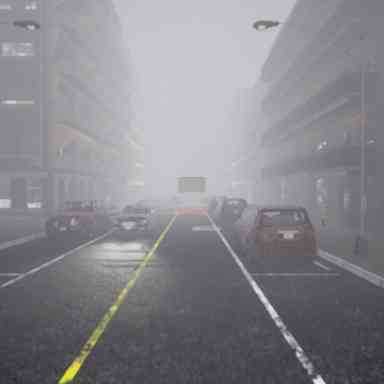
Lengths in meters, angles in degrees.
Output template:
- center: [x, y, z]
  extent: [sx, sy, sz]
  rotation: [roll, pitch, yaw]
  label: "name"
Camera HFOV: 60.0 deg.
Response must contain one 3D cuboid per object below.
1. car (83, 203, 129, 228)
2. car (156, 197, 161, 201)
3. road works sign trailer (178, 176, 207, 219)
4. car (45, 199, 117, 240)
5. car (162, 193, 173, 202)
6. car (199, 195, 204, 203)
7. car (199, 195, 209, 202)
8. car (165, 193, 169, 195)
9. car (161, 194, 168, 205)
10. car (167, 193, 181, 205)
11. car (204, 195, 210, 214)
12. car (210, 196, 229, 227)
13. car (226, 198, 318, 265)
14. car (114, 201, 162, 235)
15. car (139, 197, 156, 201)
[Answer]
- center: [-5.714, 1.534, 22.817]
  extent: [2.008, 1.369, 4.403]
  rotation: [-1, 0, 0]
  label: "car"
- center: [-5.714, 1.550, 45.225]
  extent: [1.802, 1.307, 4.206]
  rotation: [-1, 0, 0]
  label: "car"
- center: [-0.005, 0.444, 28.638]
  extent: [2.380, 3.560, 2.880]
  rotation: [0, 0, 1]
  label: "road works sign trailer"
- center: [-5.699, 1.303, 17.214]
  extent: [2.192, 1.841, 5.009]
  rotation: [-1, 0, 0]
  label: "car"
- center: [-5.728, 1.263, 78.837]
  extent: [2.192, 1.841, 5.009]
  rotation: [-1, 0, 0]
  label: "car"
- center: [2.660, 1.483, 62.175]
  extent: [1.752, 1.417, 4.829]
  rotation: [-1, 0, 0]
  label: "car"
- center: [2.656, 1.391, 73.209]
  extent: [1.967, 1.590, 4.097]
  rotation: [-1, 0, 0]
  label: "car"
- center: [-5.721, 1.505, 67.633]
  extent: [2.008, 1.369, 4.403]
  rotation: [-1, 0, 0]
  label: "car"
- center: [-5.717, 1.512, 56.429]
  extent: [2.008, 1.369, 4.403]
  rotation: [-1, 0, 0]
  label: "car"
- center: [-3.064, 1.465, 59.351]
  extent: [1.837, 1.490, 4.892]
  rotation: [0, 0, 1]
  label: "car"
- center: [2.667, 1.291, 33.995]
  extent: [2.192, 1.841, 5.009]
  rotation: [-1, 0, 0]
  label: "car"
- center: [2.670, 1.299, 22.791]
  extent: [2.192, 1.841, 5.009]
  rotation: [-1, 0, 0]
  label: "car"
- center: [2.673, 1.307, 11.586]
  extent: [2.192, 1.841, 5.009]
  rotation: [-1, 0, 0]
  label: "car"
- center: [-3.106, 1.478, 18.671]
  extent: [2.128, 1.511, 4.902]
  rotation: [0, 0, 0]
  label: "car"
- center: [-5.712, 1.554, 39.623]
  extent: [1.802, 1.307, 4.206]
  rotation: [-1, 0, 0]
  label: "car"
